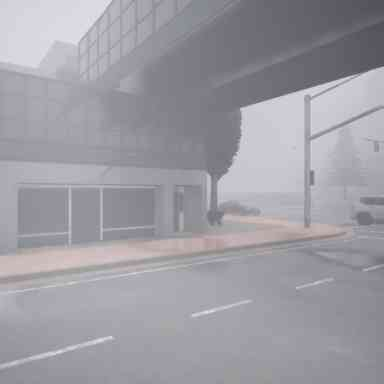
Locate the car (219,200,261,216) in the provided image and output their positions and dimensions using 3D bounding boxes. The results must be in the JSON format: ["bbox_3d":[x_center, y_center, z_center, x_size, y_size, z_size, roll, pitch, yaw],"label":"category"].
[{"bbox_3d":[4.526,1.527,32.262,1.812,1.442,4.674,0,1,-36],"label":"car"}]

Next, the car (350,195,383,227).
[{"bbox_3d":[12.847,1.222,20.811,2.150,2.045,5.566,0,0,-36],"label":"car"}]
